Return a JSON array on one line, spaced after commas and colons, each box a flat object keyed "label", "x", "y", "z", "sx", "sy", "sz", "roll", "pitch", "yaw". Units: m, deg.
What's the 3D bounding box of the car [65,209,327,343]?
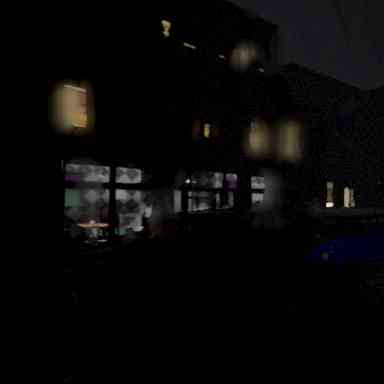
[{"label": "car", "x": 0.200, "y": 1.331, "z": 6.678, "sx": 5.009, "sy": 1.841, "sz": 2.192, "roll": 0, "pitch": 1, "yaw": -35}]

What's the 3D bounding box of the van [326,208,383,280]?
[{"label": "van", "x": 4.601, "y": 1.380, "z": 9.818, "sx": 3.998, "sy": 1.788, "sz": 1.690, "roll": 0, "pitch": 1, "yaw": -35}]
